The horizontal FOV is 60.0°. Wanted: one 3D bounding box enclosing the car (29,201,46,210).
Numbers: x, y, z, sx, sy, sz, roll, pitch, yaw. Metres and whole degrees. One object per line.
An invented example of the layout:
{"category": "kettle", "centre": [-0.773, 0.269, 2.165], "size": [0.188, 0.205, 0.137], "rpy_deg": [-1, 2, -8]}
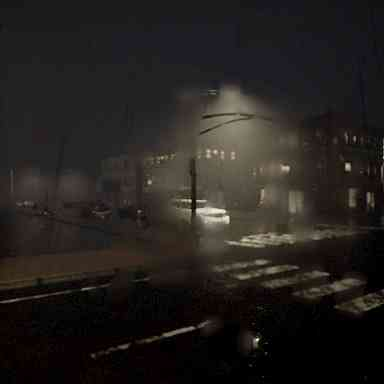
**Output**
{"category": "car", "centre": [-25.886, 2.339, 56.471], "size": [1.752, 1.417, 4.829], "rpy_deg": [-1, 0, -36]}

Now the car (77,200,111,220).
{"category": "car", "centre": [-9.903, 1.950, 34.088], "size": [1.967, 1.590, 4.097], "rpy_deg": [-1, 0, -36]}

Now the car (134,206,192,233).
{"category": "car", "centre": [-1.935, 1.916, 22.724], "size": [1.947, 1.339, 4.313], "rpy_deg": [-1, 0, -36]}

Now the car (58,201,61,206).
{"category": "car", "centre": [-28.815, 2.544, 74.995], "size": [1.947, 1.339, 4.313], "rpy_deg": [-1, 0, -36]}

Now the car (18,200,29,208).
{"category": "car", "centre": [-32.418, 2.483, 65.619], "size": [2.008, 1.369, 4.403], "rpy_deg": [-1, 0, -36]}

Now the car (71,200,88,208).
{"category": "car", "centre": [-22.382, 2.406, 65.985], "size": [1.887, 1.381, 4.507], "rpy_deg": [-1, 0, -36]}

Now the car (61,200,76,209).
{"category": "car", "centre": [-22.105, 2.386, 61.156], "size": [1.994, 1.385, 4.181], "rpy_deg": [0, -1, -36]}

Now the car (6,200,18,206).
{"category": "car", "centre": [-45.284, 2.707, 83.636], "size": [1.887, 1.381, 4.507], "rpy_deg": [-1, 0, -36]}

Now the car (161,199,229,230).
{"category": "car", "centre": [0.287, 1.567, 24.294], "size": [2.150, 2.045, 5.566], "rpy_deg": [0, -1, -35]}

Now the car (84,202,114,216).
{"category": "car", "centre": [-11.462, 2.055, 40.768], "size": [1.882, 1.535, 5.008], "rpy_deg": [0, -1, -35]}

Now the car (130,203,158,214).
{"category": "car", "centre": [-6.297, 2.142, 43.463], "size": [1.802, 1.307, 4.206], "rpy_deg": [-1, 0, -36]}

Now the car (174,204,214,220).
{"category": "car", "centre": [0.136, 1.984, 34.455], "size": [2.008, 1.369, 4.403], "rpy_deg": [-1, 0, -36]}

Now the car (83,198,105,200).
{"category": "car", "centre": [-16.049, 2.187, 52.674], "size": [1.882, 1.535, 5.008], "rpy_deg": [0, -1, -35]}

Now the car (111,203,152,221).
{"category": "car", "centre": [-5.662, 2.011, 32.623], "size": [2.033, 1.411, 5.357], "rpy_deg": [0, -1, -36]}

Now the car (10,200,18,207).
{"category": "car", "centre": [-38.853, 2.488, 74.628], "size": [1.967, 1.590, 4.097], "rpy_deg": [-1, 0, -36]}

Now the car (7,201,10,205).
{"category": "car", "centre": [-42.068, 2.656, 79.132], "size": [2.008, 1.369, 4.403], "rpy_deg": [-1, 0, -36]}
